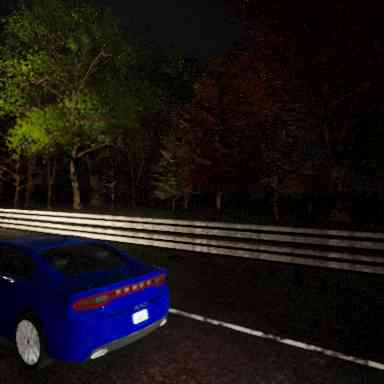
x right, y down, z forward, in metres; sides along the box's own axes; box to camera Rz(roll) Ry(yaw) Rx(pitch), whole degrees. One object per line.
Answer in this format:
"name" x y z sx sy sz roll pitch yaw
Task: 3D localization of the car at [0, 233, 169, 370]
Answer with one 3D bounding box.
"car" -2.694 1.471 5.782 5.008 1.535 1.882 0 0 35
